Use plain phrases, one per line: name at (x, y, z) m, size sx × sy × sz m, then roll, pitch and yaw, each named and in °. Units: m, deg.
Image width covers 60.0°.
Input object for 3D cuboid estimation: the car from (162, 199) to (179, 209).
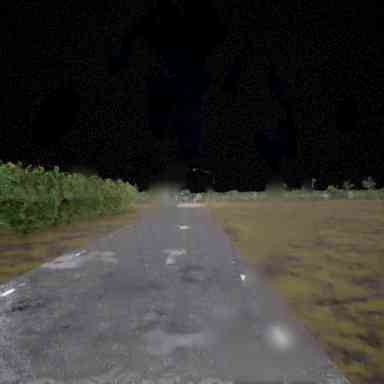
car at (-2.772, 1.657, 43.320) m, size 1.837 × 1.490 × 4.892 m, roll 0°, pitch -1°, yaw 0°
